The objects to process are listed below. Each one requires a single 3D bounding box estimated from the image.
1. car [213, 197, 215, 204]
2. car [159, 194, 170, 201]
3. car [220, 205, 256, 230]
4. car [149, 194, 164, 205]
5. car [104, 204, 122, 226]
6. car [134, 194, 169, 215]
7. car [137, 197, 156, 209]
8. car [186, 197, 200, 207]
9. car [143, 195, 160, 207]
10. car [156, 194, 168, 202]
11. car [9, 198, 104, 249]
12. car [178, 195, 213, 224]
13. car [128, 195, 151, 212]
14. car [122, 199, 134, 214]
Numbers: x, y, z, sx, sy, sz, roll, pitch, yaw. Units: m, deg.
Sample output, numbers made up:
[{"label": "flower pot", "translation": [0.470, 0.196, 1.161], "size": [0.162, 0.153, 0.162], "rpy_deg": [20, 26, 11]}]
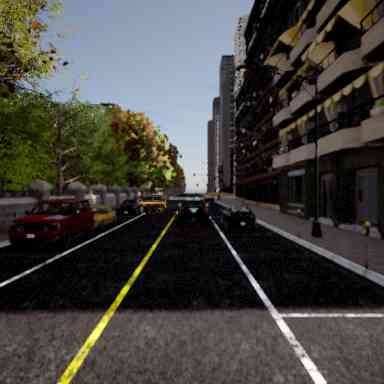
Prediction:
[{"label": "car", "translation": [2.711, 1.228, 53.015], "size": [2.008, 1.369, 4.403], "rpy_deg": [0, 0, 0]}, {"label": "car", "translation": [-5.793, 1.128, 69.631], "size": [1.887, 1.381, 4.507], "rpy_deg": [0, 0, 0]}, {"label": "car", "translation": [2.700, 1.425, 19.784], "size": [2.008, 1.369, 4.403], "rpy_deg": [0, 0, 0]}, {"label": "car", "translation": [-5.669, 1.117, 53.015], "size": [1.967, 1.590, 4.097], "rpy_deg": [0, 0, 0]}, {"label": "car", "translation": [-5.680, 1.401, 19.614], "size": [1.752, 1.417, 4.829], "rpy_deg": [0, 0, 0]}, {"label": "car", "translation": [-2.991, 0.928, 26.153], "size": [1.882, 1.535, 5.008], "rpy_deg": [0, 0, 0]}, {"label": "car", "translation": [-5.673, 1.323, 41.939], "size": [1.802, 1.307, 4.206], "rpy_deg": [0, 0, 0]}, {"label": "car", "translation": [0.116, 1.323, 45.091], "size": [1.895, 1.301, 4.718], "rpy_deg": [0, 0, 0]}, {"label": "car", "translation": [-5.671, 1.235, 47.307], "size": [1.752, 1.417, 4.829], "rpy_deg": [0, 0, 0]}, {"label": "car", "translation": [-5.743, 1.165, 64.091], "size": [2.008, 1.369, 4.403], "rpy_deg": [0, 0, 0]}, {"label": "car", "translation": [-5.681, 1.224, 14.244], "size": [2.192, 1.841, 5.009], "rpy_deg": [0, 0, 0]}, {"label": "car", "translation": [0.109, 1.205, 23.267], "size": [2.097, 1.767, 4.553], "rpy_deg": [0, 0, 0]}, {"label": "car", "translation": [-5.674, 1.213, 36.399], "size": [1.967, 1.590, 4.097], "rpy_deg": [0, 0, 0]}, {"label": "car", "translation": [-5.677, 1.372, 30.862], "size": [1.947, 1.339, 4.313], "rpy_deg": [0, 0, 0]}]
